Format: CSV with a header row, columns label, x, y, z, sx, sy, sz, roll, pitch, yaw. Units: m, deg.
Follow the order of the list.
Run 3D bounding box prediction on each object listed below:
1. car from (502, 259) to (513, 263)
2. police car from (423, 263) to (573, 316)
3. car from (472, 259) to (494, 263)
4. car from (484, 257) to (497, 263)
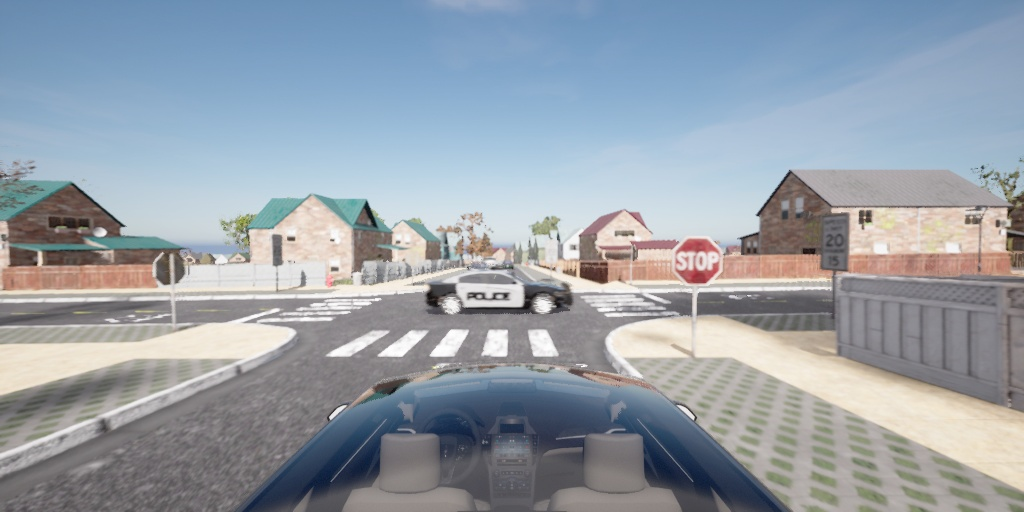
label,x,y,z,sx,sy,sz,roll,pitch,yaw
car,-0.692,1.474,57.696,1.994,1.385,4.181,0,0,-1
police car,-0.493,1.169,12.885,5.238,1.638,1.930,0,0,0
car,-3.143,1.284,34.291,2.128,1.511,4.902,0,0,-1
car,-3.444,1.121,55.556,2.150,2.045,5.566,0,-1,0
